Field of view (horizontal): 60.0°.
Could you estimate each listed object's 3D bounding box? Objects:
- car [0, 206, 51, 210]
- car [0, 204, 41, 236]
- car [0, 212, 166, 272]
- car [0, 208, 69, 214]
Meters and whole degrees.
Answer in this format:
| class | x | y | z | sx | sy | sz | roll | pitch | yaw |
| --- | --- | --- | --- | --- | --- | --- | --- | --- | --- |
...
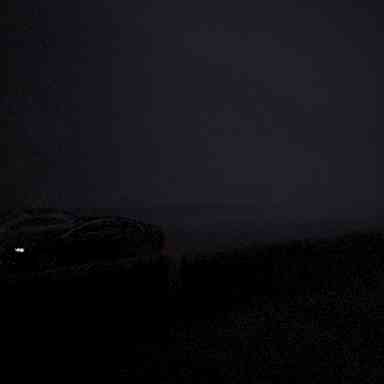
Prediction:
| class | x | y | z | sx | sy | sz | roll | pitch | yaw |
| --- | --- | --- | --- | --- | --- | --- | --- | --- | --- |
| car | -7.609 | 1.506 | 15.761 | 4.892 | 1.490 | 1.837 | 0 | 0 | -35 |
| car | -10.902 | 1.488 | 17.713 | 4.902 | 1.511 | 2.128 | 0 | 0 | -35 |
| car | -3.162 | 1.495 | 10.334 | 4.902 | 1.511 | 2.128 | 0 | 0 | -35 |
| car | -6.089 | 1.526 | 12.548 | 4.674 | 1.442 | 1.812 | 0 | 0 | -35 |
